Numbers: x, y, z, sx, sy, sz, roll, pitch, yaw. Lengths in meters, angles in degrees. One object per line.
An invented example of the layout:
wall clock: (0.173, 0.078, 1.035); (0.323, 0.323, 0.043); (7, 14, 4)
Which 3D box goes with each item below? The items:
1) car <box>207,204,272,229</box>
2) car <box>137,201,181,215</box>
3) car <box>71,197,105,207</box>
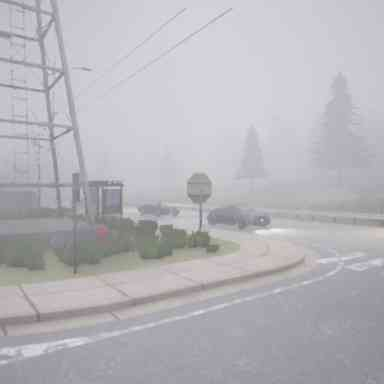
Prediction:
car: (2.782, 1.412, 20.263); (1.994, 1.385, 4.181); (-1, 0, -35)
car: (-2.904, 1.446, 28.634); (1.895, 1.301, 4.718); (-1, 0, -34)
car: (-13.756, 1.319, 44.426); (5.008, 1.535, 1.882); (0, 0, 7)
